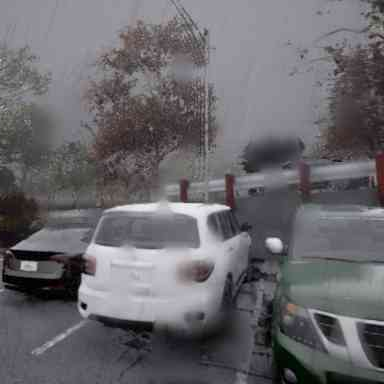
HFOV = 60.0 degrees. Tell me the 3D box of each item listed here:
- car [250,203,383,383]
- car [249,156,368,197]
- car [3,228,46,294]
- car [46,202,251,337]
[{"bbox_3d":[2.411,1.235,5.133,2.435,2.045,5.566,1,-1,15],"label":"car"},{"bbox_3d":[4.242,-0.591,12.490,4.181,1.385,1.994,-5,-3,36],"label":"car"},{"bbox_3d":[-2.524,1.509,8.693,2.163,1.488,4.792,0,-1,16],"label":"car"},{"bbox_3d":[-0.058,1.232,6.942,2.435,2.045,5.566,0,-1,16],"label":"car"}]
